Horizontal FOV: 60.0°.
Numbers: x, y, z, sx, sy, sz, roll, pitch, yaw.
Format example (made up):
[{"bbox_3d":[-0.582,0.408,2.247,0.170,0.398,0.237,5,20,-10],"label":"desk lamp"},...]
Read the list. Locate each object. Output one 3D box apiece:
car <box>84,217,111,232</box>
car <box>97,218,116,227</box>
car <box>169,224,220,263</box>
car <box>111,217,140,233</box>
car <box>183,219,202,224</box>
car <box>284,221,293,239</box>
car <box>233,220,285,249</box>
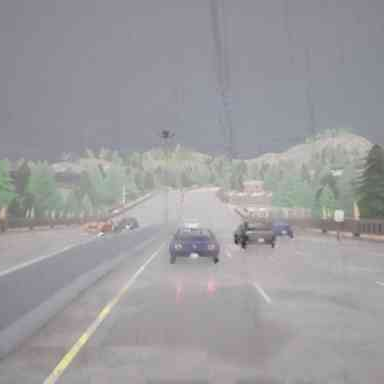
[{"bbox_3d":[-10.591,3.633,37.754,2.097,1.767,4.553,0,-4,0],"label":"car"},{"bbox_3d":[-14.074,5.078,54.895,1.994,1.385,4.181,0,-4,1],"label":"car"},{"bbox_3d":[0.093,2.200,14.377,1.895,1.301,4.718,0,-4,0],"label":"car"},{"bbox_3d":[-7.097,3.554,36.660,2.097,1.767,4.553,0,-4,0],"label":"car"},{"bbox_3d":[0.084,3.552,34.180,1.812,1.442,4.674,0,-4,0],"label":"car"},{"bbox_3d":[7.087,3.097,27.856,1.812,1.442,4.674,0,-4,0],"label":"car"},{"bbox_3d":[3.591,2.476,19.699,2.128,1.511,4.902,0,-4,0],"label":"car"}]
